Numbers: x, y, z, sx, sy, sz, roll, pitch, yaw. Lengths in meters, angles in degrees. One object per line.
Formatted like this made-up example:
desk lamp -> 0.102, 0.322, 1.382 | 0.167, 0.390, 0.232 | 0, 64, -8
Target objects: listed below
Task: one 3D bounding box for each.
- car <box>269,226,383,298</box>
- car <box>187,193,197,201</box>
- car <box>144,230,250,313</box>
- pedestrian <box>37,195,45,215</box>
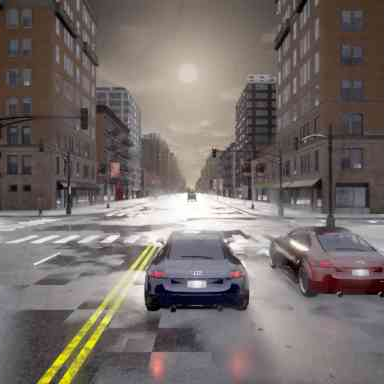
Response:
car -> 3.335, 1.564, 8.581 | 1.994, 1.385, 4.181 | 0, 0, 0
car -> -0.026, 1.212, 80.278 | 2.150, 2.045, 5.566 | 0, 0, 0
car -> 0.085, 1.564, 7.762 | 1.994, 1.385, 4.181 | 0, 0, 0
pedestrian -> -14.152, 1.170, 31.080 | 0.375, 1.860, 0.375 | 0, 0, 0
